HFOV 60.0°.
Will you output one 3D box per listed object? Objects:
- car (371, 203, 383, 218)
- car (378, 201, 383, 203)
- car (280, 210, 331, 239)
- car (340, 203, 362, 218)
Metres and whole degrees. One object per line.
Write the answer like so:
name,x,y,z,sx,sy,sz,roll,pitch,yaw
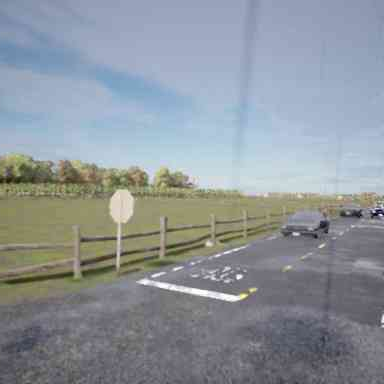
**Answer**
car,20.848,2.155,36.557,1.895,1.301,4.718,0,-1,32
car,25.921,2.036,44.847,2.097,1.767,4.553,0,-1,32
car,6.712,1.783,19.217,2.033,1.411,5.357,0,-1,32
car,17.610,1.993,36.750,1.882,1.535,5.008,0,-1,32
